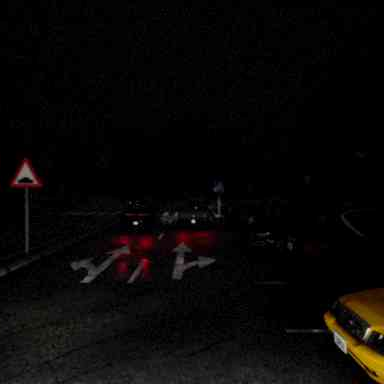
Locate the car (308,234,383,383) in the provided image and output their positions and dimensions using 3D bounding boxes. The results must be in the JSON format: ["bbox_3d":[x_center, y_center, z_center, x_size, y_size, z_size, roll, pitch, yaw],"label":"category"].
[{"bbox_3d":[4.451,1.454,3.987,5.366,1.575,1.946,0,0,0],"label":"car"}]

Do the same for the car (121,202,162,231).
[{"bbox_3d":[-2.912,1.348,19.604,2.128,1.511,4.902,0,1,0],"label":"car"}]

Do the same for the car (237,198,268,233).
[{"bbox_3d":[4.597,1.266,15.020,4.553,1.767,2.185,0,0,0],"label":"car"}]

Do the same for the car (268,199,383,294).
[{"bbox_3d":[4.663,1.190,6.744,5.566,2.045,2.435,0,0,0],"label":"car"}]

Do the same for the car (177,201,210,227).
[{"bbox_3d":[0.070,1.432,21.404,1.895,1.301,4.718,0,0,0],"label":"car"}]

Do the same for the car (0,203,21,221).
[{"bbox_3d":[-15.502,1.337,25.123,4.792,1.488,2.163,0,1,0],"label":"car"}]

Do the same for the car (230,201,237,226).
[{"bbox_3d":[4.624,1.410,17.779,4.674,1.452,2.002,0,0,0],"label":"car"}]

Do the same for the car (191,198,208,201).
[{"bbox_3d":[0.810,1.304,36.786,1.895,1.301,4.718,0,1,8],"label":"car"}]

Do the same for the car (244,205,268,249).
[{"bbox_3d":[4.637,1.412,12.259,4.892,1.521,2.231,0,0,0],"label":"car"}]

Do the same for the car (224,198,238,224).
[{"bbox_3d":[4.591,1.196,23.295,4.553,1.767,2.185,0,1,0],"label":"car"}]
